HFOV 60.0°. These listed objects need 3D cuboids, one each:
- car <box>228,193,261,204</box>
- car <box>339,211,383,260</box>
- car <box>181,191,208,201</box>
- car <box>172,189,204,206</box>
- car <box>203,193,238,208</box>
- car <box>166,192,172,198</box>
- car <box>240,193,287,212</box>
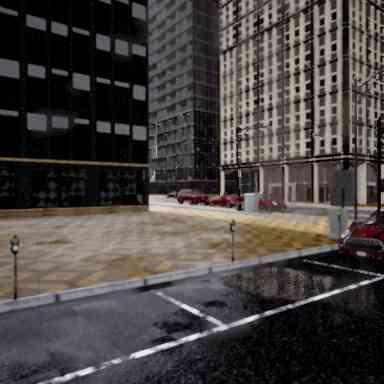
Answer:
[{"bbox_3d":[6.961,0.835,44.288,1.802,1.307,4.206,1,1,-36],"label":"car"},{"bbox_3d":[6.874,1.383,11.464,4.097,1.590,1.967,0,0,-35],"label":"car"},{"bbox_3d":[0.365,0.561,53.491,1.752,1.417,4.829,1,1,-36],"label":"car"},{"bbox_3d":[0.192,0.621,39.354,2.192,1.841,5.009,1,1,-36],"label":"car"},{"bbox_3d":[3.433,0.996,34.826,1.802,1.307,4.206,1,1,-36],"label":"car"},{"bbox_3d":[-2.785,0.497,57.885,1.947,1.339,4.313,1,1,-36],"label":"car"},{"bbox_3d":[6.684,0.961,30.294,1.967,1.590,4.097,1,1,-36],"label":"car"}]
